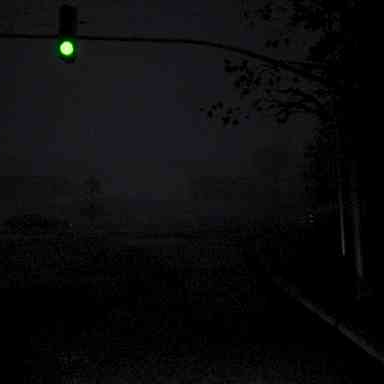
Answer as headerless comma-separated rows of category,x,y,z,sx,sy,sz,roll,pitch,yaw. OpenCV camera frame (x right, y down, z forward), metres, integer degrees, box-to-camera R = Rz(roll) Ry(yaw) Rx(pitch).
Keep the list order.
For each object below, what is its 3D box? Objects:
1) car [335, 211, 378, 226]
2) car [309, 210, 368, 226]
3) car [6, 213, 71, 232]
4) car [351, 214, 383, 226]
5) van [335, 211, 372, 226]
car,21.348,3.436,43.292,4.553,1.767,2.097,-1,-6,-7
car,13.212,2.356,30.348,4.902,1.511,2.128,-1,-6,-7
car,-12.477,2.479,27.254,4.902,1.511,2.128,1,-6,-7
car,26.290,4.108,48.872,2.163,1.488,4.792,2,-8,-27
van,23.394,3.863,48.422,1.878,1.987,4.442,2,-8,-27
